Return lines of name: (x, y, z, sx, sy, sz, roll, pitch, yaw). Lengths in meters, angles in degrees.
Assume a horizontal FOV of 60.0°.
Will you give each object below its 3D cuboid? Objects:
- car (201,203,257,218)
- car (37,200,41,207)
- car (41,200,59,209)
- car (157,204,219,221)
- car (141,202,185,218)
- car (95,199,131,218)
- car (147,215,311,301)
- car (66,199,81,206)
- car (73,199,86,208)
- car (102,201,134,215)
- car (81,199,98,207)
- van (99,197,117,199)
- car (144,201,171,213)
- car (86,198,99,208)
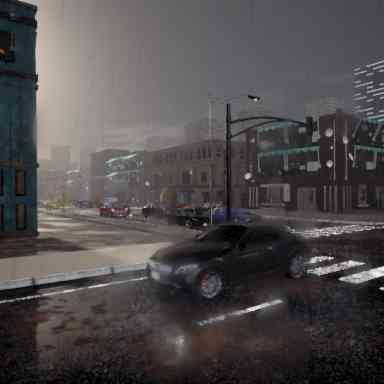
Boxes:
car: (2.782, 1.750, 23.990, 2.033, 1.411, 5.357, -1, 0, -34)
car: (-30.756, 2.376, 66.768, 2.008, 1.369, 4.403, -1, 0, -35)
car: (-24.248, 2.233, 57.603, 1.752, 1.417, 4.829, -1, 0, -35)
car: (-0.385, 1.815, 23.793, 1.947, 1.339, 4.313, -1, 0, -35)
car: (-3.198, 1.812, 32.451, 2.128, 1.511, 4.902, -1, 0, -35)
car: (-8.324, 1.847, 35.177, 1.967, 1.590, 4.097, -1, 0, -35)
car: (1.123, 1.524, 8.457, 4.674, 1.442, 1.812, 0, 0, -36)
car: (-27.129, 2.364, 76.135, 1.947, 1.339, 4.313, -1, 0, -35)
car: (-20.457, 2.192, 62.280, 1.812, 1.442, 4.674, -1, 0, -35)
car: (-9.199, 1.930, 40.916, 2.128, 1.511, 4.902, -1, 0, -35)
car: (-20.719, 2.228, 67.108, 1.887, 1.381, 4.507, -1, 0, -35)
van: (-14.314, 1.907, 58.082, 1.690, 1.788, 3.998, -1, 0, -35)
car: (-4.693, 1.966, 44.544, 1.802, 1.307, 4.206, -2, 0, -35)
car: (-17.520, 1.940, 62.595, 2.192, 1.841, 5.009, -1, 0, -35)
